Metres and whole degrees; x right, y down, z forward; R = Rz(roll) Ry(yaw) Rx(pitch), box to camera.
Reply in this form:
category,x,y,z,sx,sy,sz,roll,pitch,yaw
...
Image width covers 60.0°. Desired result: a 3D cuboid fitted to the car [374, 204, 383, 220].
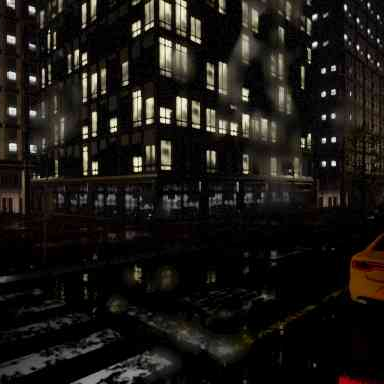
category,x,y,z,sx,sy,sz,roll,pitch,yaw
car,15.563,1.405,25.652,1.967,1.590,4.097,-1,0,45

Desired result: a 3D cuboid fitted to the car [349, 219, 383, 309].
category,x,y,z,sx,sy,sz,roll,pitch,yaw
car,5.055,1.470,7.070,1.882,1.535,5.008,0,0,45
